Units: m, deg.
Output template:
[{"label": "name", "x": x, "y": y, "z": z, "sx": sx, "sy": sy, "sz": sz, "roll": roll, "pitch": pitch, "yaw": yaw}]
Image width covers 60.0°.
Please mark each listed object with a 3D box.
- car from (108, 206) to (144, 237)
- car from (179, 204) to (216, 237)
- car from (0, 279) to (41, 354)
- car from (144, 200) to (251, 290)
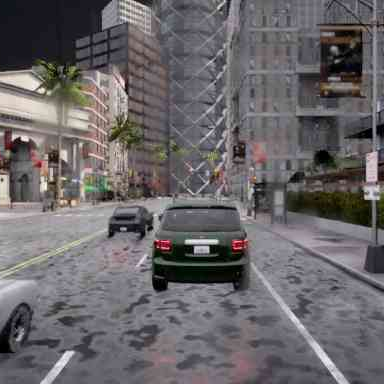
[{"label": "car", "x": -3.208, "y": 1.504, "z": 18.107, "sx": 1.837, "sy": 1.490, "sz": 4.892, "roll": 0, "pitch": 0, "yaw": 1}, {"label": "car", "x": 0.300, "y": 1.505, "z": 19.048, "sx": 1.837, "sy": 1.490, "sz": 4.892, "roll": 0, "pitch": 0, "yaw": 1}, {"label": "car", "x": -3.334, "y": 1.601, "z": 3.163, "sx": 1.895, "sy": 1.301, "sz": 4.718, "roll": 0, "pitch": 0, "yaw": 0}, {"label": "car", "x": 0.200, "y": 1.221, "z": 9.188, "sx": 2.150, "sy": 2.045, "sz": 5.566, "roll": 0, "pitch": 0, "yaw": 0}]
